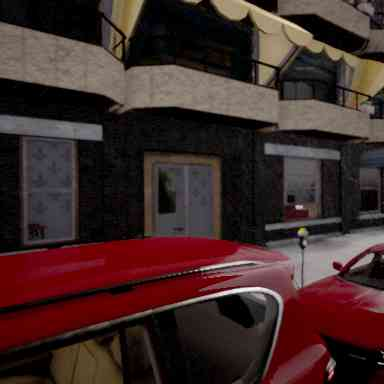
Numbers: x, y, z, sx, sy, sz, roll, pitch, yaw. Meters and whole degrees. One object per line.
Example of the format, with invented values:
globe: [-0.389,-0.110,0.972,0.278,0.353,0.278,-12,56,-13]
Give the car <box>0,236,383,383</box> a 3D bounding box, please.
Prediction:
car: [-1.361,1.324,1.450,5.009,1.841,2.192,-2,2,-35]

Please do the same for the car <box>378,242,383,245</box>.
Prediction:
car: [3.179,1.408,4.684,4.507,1.381,1.887,-2,2,-35]
